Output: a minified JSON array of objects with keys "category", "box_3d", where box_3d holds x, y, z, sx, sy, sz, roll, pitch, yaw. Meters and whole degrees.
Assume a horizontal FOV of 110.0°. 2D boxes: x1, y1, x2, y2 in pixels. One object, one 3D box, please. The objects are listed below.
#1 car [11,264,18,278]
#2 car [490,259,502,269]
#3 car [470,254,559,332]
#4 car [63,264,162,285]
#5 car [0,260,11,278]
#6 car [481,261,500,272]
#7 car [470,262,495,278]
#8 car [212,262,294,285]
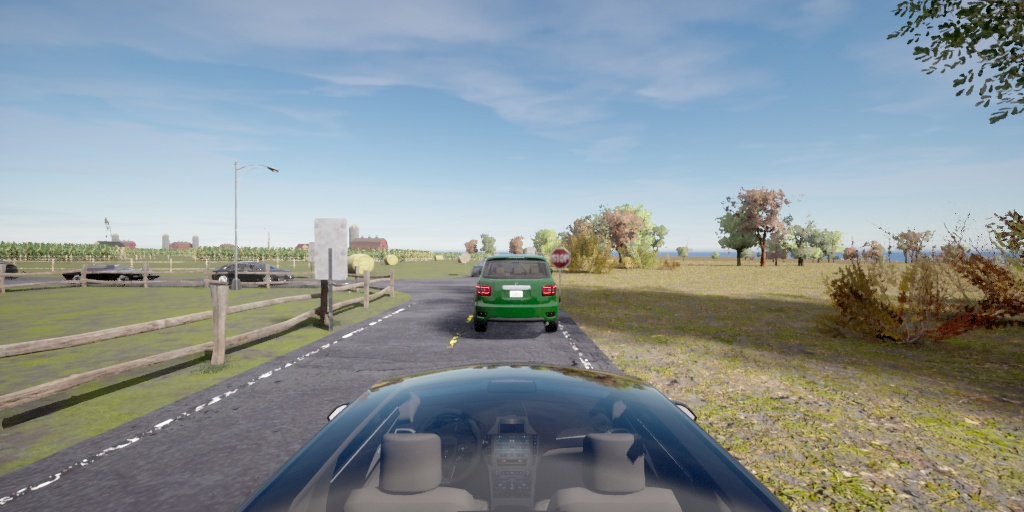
[{"category":"car","box_3d":[-40.396,0.975,26.910,4.892,1.490,1.837,0,1,0]},{"category":"car","box_3d":[-2.685,1.275,60.980,1.882,1.535,5.008,0,0,0]},{"category":"car","box_3d":[0.114,0.972,10.980,2.150,2.045,5.566,0,0,0]},{"category":"car","box_3d":[-26.688,1.198,24.074,4.718,1.301,1.895,0,1,0]},{"category":"car","box_3d":[-37.448,0.873,23.996,4.553,1.767,2.097,0,1,0]},{"category":"car","box_3d":[-2.751,1.324,46.963,2.033,1.411,5.357,0,0,0]},{"category":"car","box_3d":[-2.782,1.328,34.301,1.994,1.385,4.181,0,0,1]},{"category":"car","box_3d":[-17.354,1.166,24.151,4.892,1.490,1.837,0,1,0]}]
